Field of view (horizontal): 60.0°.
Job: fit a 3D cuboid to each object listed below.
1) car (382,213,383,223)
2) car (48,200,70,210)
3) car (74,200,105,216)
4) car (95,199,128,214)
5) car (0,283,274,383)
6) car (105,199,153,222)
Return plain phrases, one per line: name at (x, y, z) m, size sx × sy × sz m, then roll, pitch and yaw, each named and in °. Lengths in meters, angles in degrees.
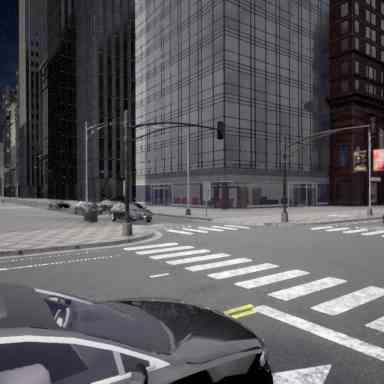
car at (14.785, 1.357, 22.382) m, size 4.553 × 1.767 × 2.097 m, roll 0°, pitch 0°, yaw -36°
car at (-17.569, 1.700, 43.854) m, size 1.895 × 1.301 × 4.718 m, roll 0°, pitch 0°, yaw -35°
car at (-10.728, 1.597, 34.184) m, size 1.812 × 1.442 × 4.674 m, roll 0°, pitch 0°, yaw -35°
car at (-9.141, 1.562, 37.472) m, size 1.837 × 1.490 × 4.892 m, roll 0°, pitch 0°, yaw -35°
car at (-1.464, 1.491, 2.395) m, size 4.902 × 1.511 × 2.128 m, roll 0°, pitch 0°, yaw -36°
car at (-4.789, 1.554, 25.796) m, size 1.837 × 1.490 × 4.892 m, roll 0°, pitch 0°, yaw -35°
